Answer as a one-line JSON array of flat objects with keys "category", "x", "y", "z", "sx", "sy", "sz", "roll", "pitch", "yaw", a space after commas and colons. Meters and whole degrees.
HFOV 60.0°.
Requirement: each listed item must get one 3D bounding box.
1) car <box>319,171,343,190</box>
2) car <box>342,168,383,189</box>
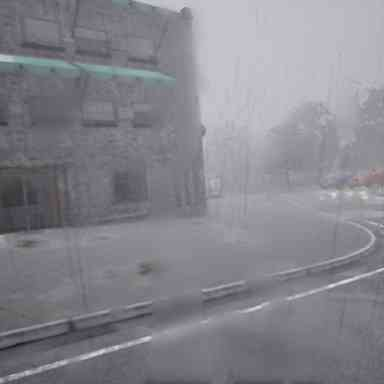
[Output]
[{"category": "car", "x": 17.621, "y": -1.489, "z": 40.325, "sx": 5.566, "sy": 2.045, "sz": 2.150, "roll": -7, "pitch": 4, "yaw": -39}, {"category": "car", "x": 20.136, "y": -1.577, "z": 38.348, "sx": 5.566, "sy": 2.045, "sz": 2.150, "roll": -7, "pitch": 3, "yaw": -37}]
